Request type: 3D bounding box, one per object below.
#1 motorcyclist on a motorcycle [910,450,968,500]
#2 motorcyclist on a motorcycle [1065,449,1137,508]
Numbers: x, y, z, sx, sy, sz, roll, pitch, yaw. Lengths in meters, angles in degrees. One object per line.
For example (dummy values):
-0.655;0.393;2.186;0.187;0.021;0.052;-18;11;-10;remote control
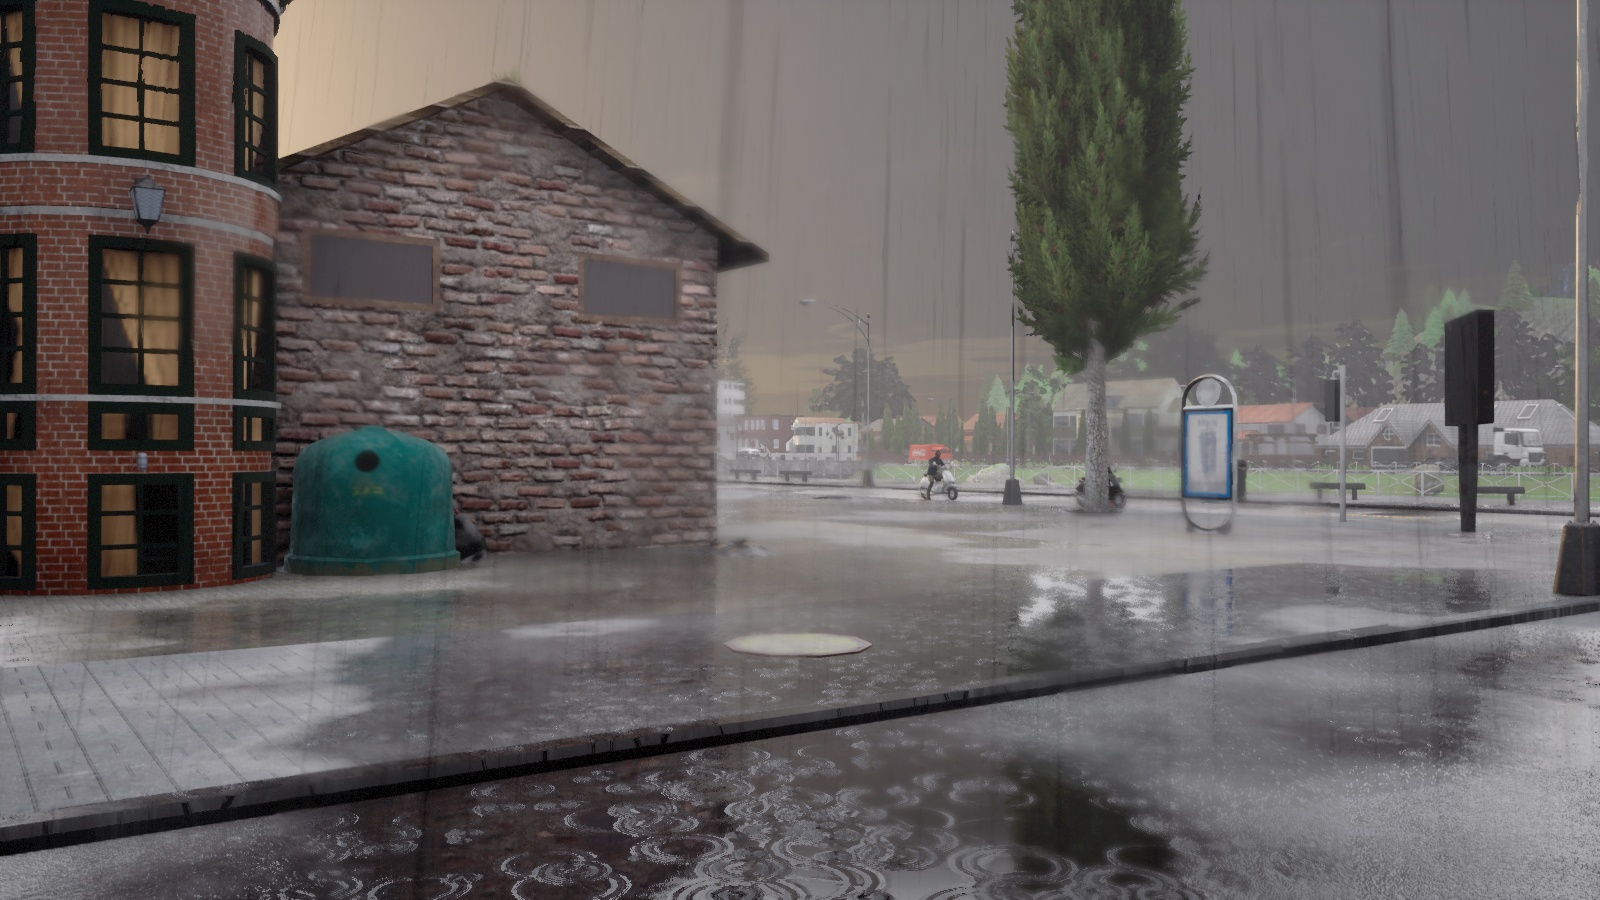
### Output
4.438;0.787;40.317;0.866;1.590;1.817;0;0;-35;motorcyclist on a motorcycle
8.313;0.766;34.761;0.866;1.590;1.817;0;0;-35;motorcyclist on a motorcycle
